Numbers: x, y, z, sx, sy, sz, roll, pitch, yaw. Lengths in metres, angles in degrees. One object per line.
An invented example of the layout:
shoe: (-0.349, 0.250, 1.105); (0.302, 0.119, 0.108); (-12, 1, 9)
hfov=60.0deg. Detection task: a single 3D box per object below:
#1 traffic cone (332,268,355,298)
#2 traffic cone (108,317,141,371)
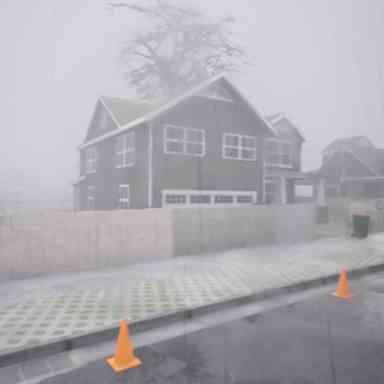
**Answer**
traffic cone: (3.287, 1.941, 7.214); (0.340, 0.580, 0.340); (0, 0, -34)
traffic cone: (-0.888, 1.946, 4.370); (0.340, 0.580, 0.340); (0, 0, -35)
